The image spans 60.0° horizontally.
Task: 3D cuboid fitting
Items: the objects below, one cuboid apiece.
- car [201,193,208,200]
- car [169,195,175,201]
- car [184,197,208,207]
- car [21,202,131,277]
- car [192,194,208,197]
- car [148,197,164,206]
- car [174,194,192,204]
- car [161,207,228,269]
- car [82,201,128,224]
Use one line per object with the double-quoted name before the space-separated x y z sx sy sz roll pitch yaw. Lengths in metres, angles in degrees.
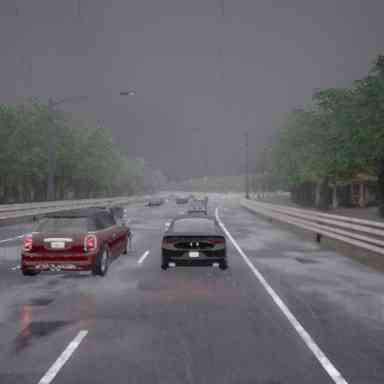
"car" 3.412 1.212 90.541 2.097 1.767 4.553 0 0 2
"car" -4.272 1.411 77.073 2.033 1.411 5.357 0 0 3
"car" 0.591 1.543 33.079 2.033 1.411 5.357 0 0 2
"car" -3.326 1.352 10.451 2.097 1.767 4.553 0 0 1
"car" 1.349 1.494 50.588 1.812 1.442 4.674 0 0 3
"car" -5.519 1.514 51.845 1.994 1.385 4.181 0 0 3
"car" -1.562 1.404 60.301 1.882 1.535 5.008 0 0 3
"car" 0.083 1.480 11.176 1.882 1.535 5.008 0 0 1
"car" -6.558 1.488 25.590 2.128 1.511 4.902 0 0 2
